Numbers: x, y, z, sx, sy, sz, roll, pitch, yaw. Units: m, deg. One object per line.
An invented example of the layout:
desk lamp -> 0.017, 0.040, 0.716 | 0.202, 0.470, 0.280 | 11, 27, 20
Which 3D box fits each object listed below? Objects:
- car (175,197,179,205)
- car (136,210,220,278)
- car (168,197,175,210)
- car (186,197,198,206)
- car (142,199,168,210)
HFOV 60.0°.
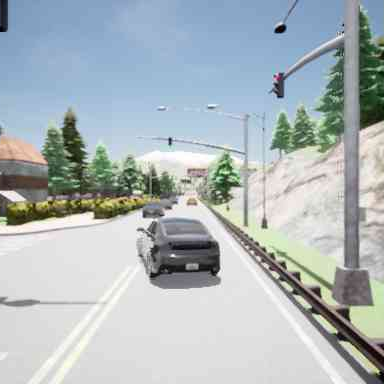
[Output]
car -> -3.516, 1.664, 62.674 | 1.837, 1.490, 4.892 | 0, -1, 0
car -> -0.565, 1.532, 10.316 | 1.837, 1.490, 4.892 | 1, 0, -14
car -> -3.586, 1.636, 44.143 | 1.812, 1.442, 4.674 | 0, 0, 0
car -> -0.001, 1.624, 58.543 | 1.882, 1.535, 5.008 | 0, 0, 0
car -> -3.594, 1.584, 31.715 | 1.837, 1.490, 4.892 | 0, 0, 0
